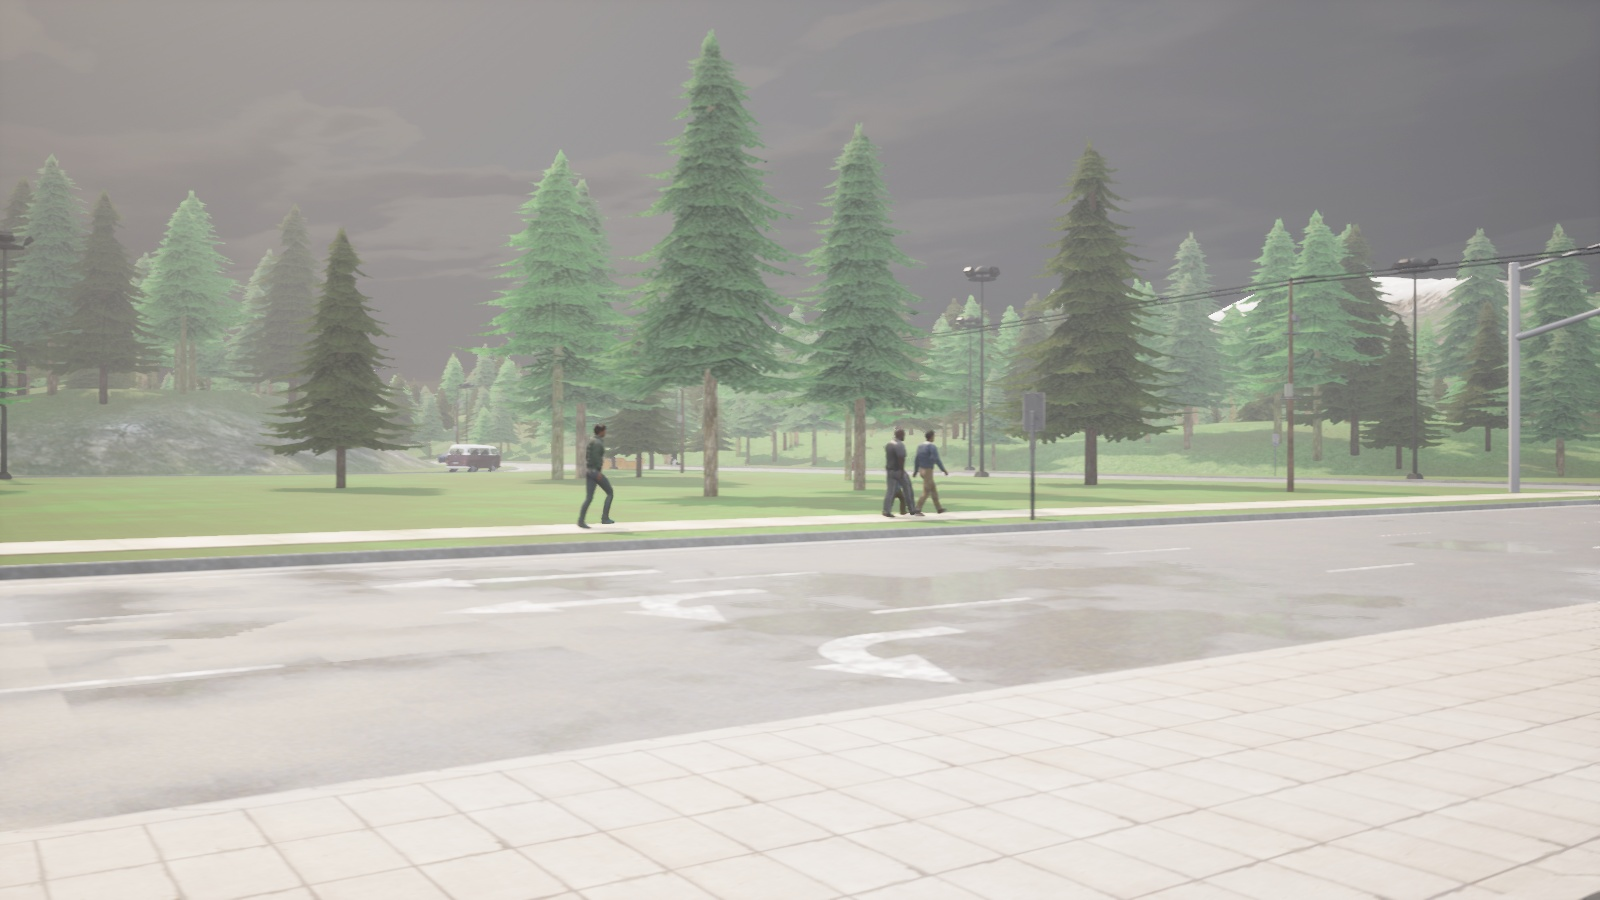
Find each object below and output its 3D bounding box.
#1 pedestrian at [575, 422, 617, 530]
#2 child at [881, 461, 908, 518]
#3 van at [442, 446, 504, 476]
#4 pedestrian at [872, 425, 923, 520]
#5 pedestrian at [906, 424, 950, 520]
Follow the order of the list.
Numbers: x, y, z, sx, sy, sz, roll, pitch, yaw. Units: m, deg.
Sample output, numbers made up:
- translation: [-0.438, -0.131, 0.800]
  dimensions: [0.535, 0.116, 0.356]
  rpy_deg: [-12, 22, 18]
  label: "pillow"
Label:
- translation: [-3.522, 0.444, 21.673]
  dimensions: [0.614, 1.847, 0.353]
  rpy_deg: [0, 0, -34]
  label: "pedestrian"
- translation: [1.990, 0.824, 26.357]
  dimensions: [0.448, 1.192, 0.343]
  rpy_deg: [0, 0, -35]
  label: "child"
- translation: [-22.899, 0.732, 88.089]
  dimensions: [2.069, 2.038, 4.480]
  rpy_deg: [0, 0, 20]
  label: "van"
- translation: [1.964, 0.442, 25.348]
  dimensions: [0.849, 1.883, 0.563]
  rpy_deg: [0, 0, -30]
  label: "pedestrian"
- translation: [2.636, 0.442, 25.894]
  dimensions: [0.788, 1.949, 0.423]
  rpy_deg: [0, 0, -30]
  label: "pedestrian"
